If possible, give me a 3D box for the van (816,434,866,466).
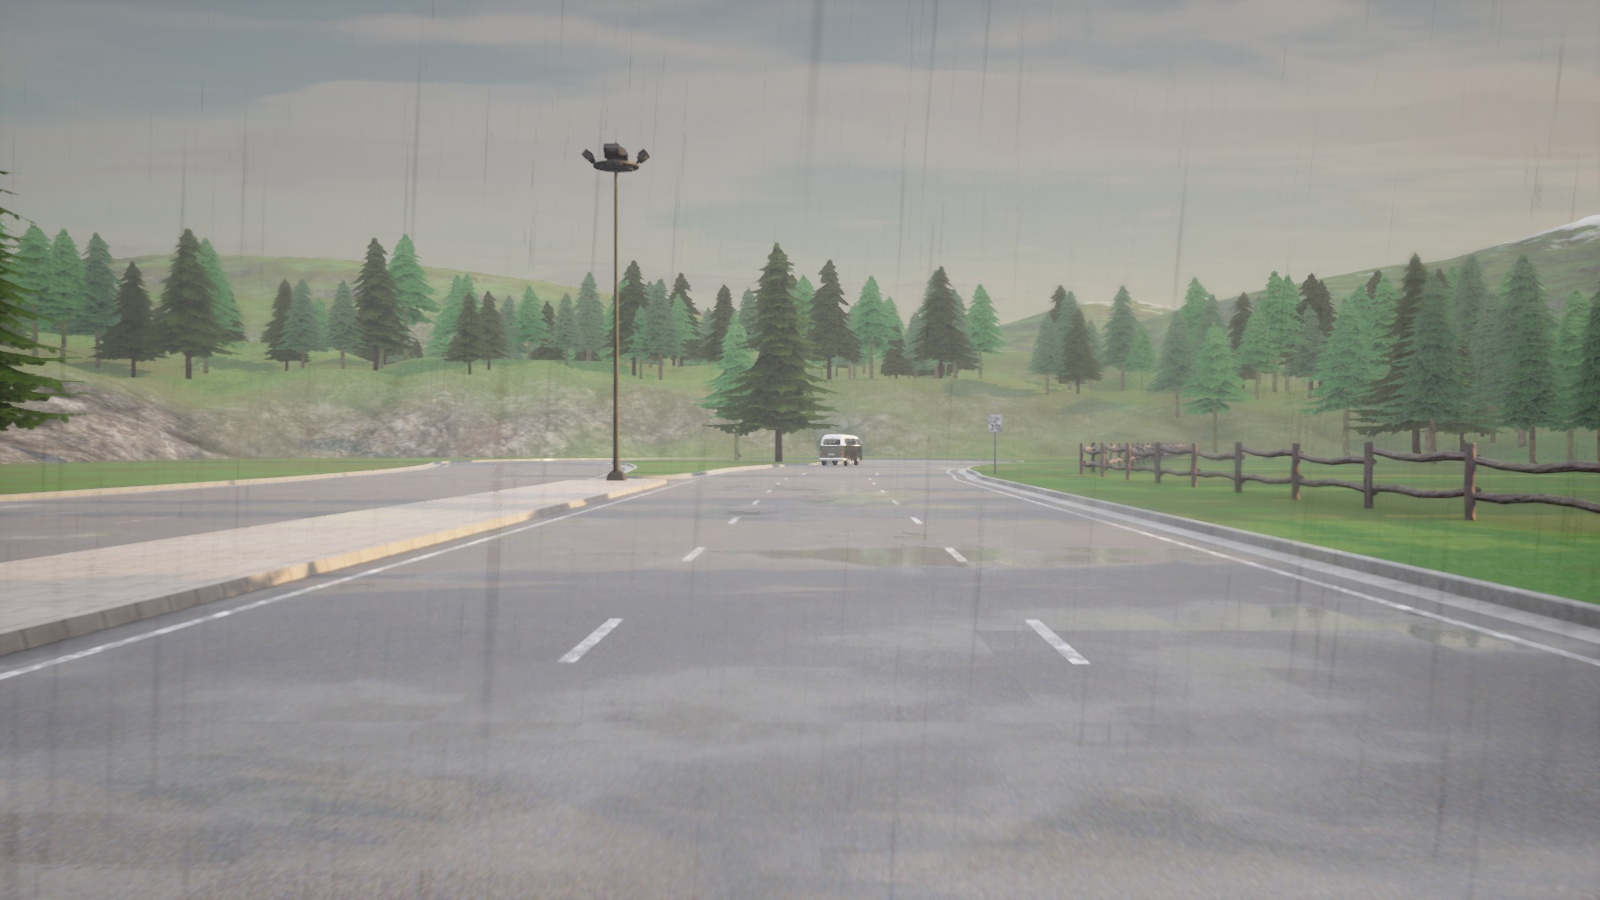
[{"bbox_3d":[2.715,0.011,81.896,2.069,2.038,4.480,0,0,18],"label":"van"}]
